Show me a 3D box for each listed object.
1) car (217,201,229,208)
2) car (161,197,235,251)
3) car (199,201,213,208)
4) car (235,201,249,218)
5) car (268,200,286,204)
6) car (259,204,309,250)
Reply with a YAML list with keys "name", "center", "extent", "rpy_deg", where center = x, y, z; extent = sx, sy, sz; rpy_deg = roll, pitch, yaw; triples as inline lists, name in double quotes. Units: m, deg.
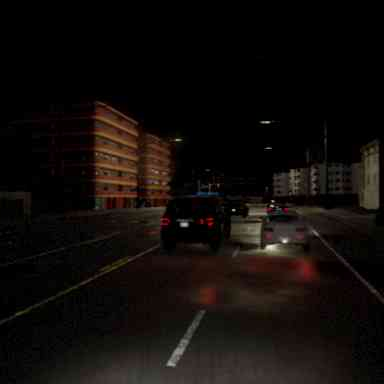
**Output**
- name: "car"
  center: [6.537, 2.702, 70.471]
  extent: [1.994, 1.385, 4.181]
  rpy_deg: [-1, -2, 13]
- name: "car"
  center: [0.351, 1.225, 14.564]
  extent: [2.150, 2.045, 5.566]
  rpy_deg: [-1, 0, 13]
- name: "car"
  center: [3.133, 2.740, 71.285]
  extent: [2.033, 1.411, 5.357]
  rpy_deg: [-1, -2, 13]
- name: "car"
  center: [3.921, 1.482, 29.483]
  extent: [1.994, 1.385, 4.181]
  rpy_deg: [-1, 0, 14]
- name: "car"
  center: [7.246, 1.413, 28.345]
  extent: [2.033, 1.411, 5.357]
  rpy_deg: [-1, 0, 13]
- name: "car"
  center: [3.846, 1.480, 14.104]
  extent: [1.812, 1.442, 4.674]
  rpy_deg: [-1, 1, 14]
